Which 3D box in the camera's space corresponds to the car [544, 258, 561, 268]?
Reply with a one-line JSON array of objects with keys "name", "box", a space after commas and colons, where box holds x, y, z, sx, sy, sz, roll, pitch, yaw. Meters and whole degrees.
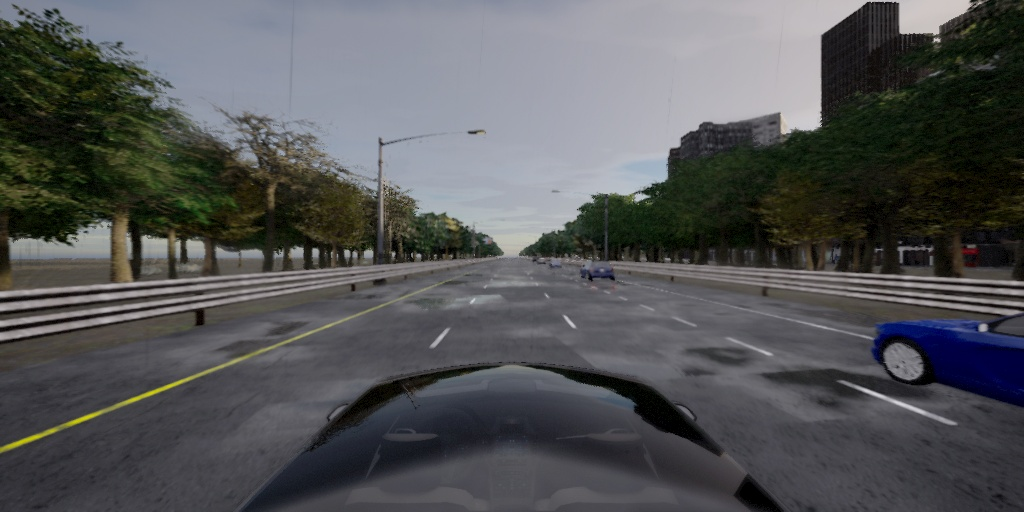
[{"name": "car", "box": [7.124, 1.338, 60.083, 2.033, 1.411, 5.357, 0, 0, 0]}]

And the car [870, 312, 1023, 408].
[{"name": "car", "box": [6.998, 1.246, 3.969, 1.882, 1.535, 5.008, 0, 0, 0]}]

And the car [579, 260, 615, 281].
[{"name": "car", "box": [7.025, 1.122, 30.051, 2.097, 1.767, 4.553, 0, 0, 0]}]
